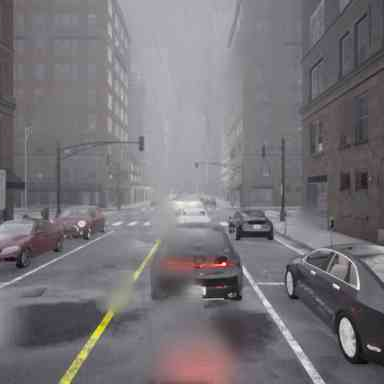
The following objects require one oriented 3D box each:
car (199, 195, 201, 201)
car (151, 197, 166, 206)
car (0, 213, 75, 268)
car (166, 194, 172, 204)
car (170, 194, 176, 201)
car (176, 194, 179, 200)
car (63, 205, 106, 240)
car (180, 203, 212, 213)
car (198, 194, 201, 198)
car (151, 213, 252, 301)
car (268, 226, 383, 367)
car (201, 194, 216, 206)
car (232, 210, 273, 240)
[{"bbox_3d":[2.913,1.593,64.545,2.008,1.369,4.403,0,0,0],"label":"car"},{"bbox_3d":[-5.633,1.607,53.740,1.802,1.307,4.206,0,0,0],"label":"car"},{"bbox_3d":[-5.670,1.580,11.136,1.802,1.307,4.206,0,0,0],"label":"car"},{"bbox_3d":[-5.612,1.593,64.557,2.008,1.369,4.403,0,0,0],"label":"car"},{"bbox_3d":[-5.583,1.609,80.613,1.752,1.417,4.829,0,0,0],"label":"car"},{"bbox_3d":[-5.563,1.438,91.601,2.192,1.841,5.009,0,0,0],"label":"car"},{"bbox_3d":[-5.669,1.437,16.638,1.967,1.590,4.097,0,0,0],"label":"car"},{"bbox_3d":[0.083,1.523,17.449,1.812,1.442,4.674,0,0,-1],"label":"car"},{"bbox_3d":[2.932,1.508,75.363,1.967,1.590,4.097,0,0,0],"label":"car"},{"bbox_3d":[0.098,1.503,8.302,1.837,1.490,4.892,0,0,0],"label":"car"},{"bbox_3d":[2.855,1.549,5.634,2.008,1.369,4.403,0,0,0],"label":"car"},{"bbox_3d":[2.892,1.465,53.727,1.967,1.590,4.097,0,0,0],"label":"car"},{"bbox_3d":[2.856,1.563,16.637,1.947,1.339,4.313,0,0,0],"label":"car"}]
